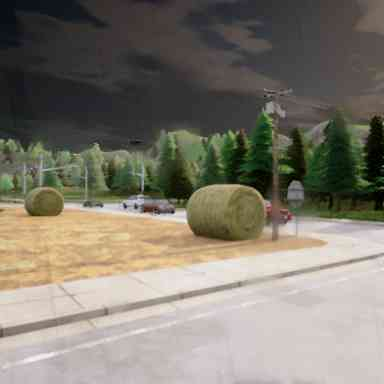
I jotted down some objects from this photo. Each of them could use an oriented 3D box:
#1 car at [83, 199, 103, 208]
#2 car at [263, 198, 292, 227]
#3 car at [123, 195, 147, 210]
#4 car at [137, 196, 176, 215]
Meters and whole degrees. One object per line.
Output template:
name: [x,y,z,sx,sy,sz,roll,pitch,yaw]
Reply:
car: [-15.331,1.807,51.586,1.994,1.385,4.181,1,0,-38]
car: [4.953,1.461,25.720,2.150,2.045,5.566,1,-1,-38]
car: [-7.968,1.485,47.953,2.150,2.045,5.566,1,0,-38]
car: [-3.757,1.582,36.763,2.097,1.767,4.553,1,0,-38]
